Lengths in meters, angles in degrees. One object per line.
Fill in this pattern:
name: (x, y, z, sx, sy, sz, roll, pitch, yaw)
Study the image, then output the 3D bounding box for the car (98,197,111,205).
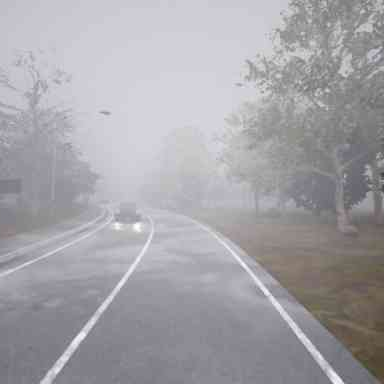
car: (-17.746, 1.784, 67.417, 1.837, 1.490, 4.892, 2, -1, -25)

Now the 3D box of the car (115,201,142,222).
car: (-5.417, 1.547, 28.390, 2.097, 1.767, 4.553, 1, 0, -10)
